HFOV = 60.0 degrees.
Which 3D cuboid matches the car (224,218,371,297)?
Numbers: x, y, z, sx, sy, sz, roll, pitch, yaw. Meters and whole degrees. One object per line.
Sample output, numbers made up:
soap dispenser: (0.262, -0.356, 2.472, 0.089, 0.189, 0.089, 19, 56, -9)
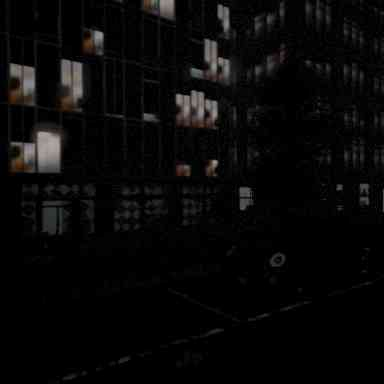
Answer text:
car: (2.738, 1.438, 8.522, 4.097, 1.590, 1.967, 0, -1, -35)
